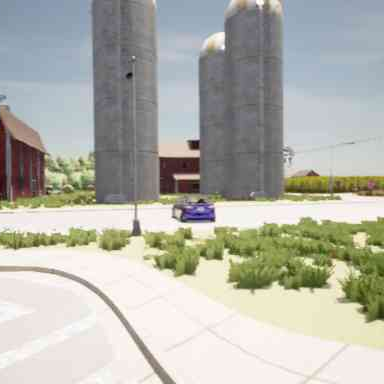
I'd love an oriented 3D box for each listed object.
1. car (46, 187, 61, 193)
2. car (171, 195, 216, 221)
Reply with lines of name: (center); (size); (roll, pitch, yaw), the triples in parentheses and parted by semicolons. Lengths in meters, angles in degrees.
car: (-32.773, -0.089, 78.374); (1.905, 1.878, 3.866); (-7, -4, 33)
car: (0.001, 1.025, 21.708); (2.242, 1.667, 4.611); (-1, 1, -14)
